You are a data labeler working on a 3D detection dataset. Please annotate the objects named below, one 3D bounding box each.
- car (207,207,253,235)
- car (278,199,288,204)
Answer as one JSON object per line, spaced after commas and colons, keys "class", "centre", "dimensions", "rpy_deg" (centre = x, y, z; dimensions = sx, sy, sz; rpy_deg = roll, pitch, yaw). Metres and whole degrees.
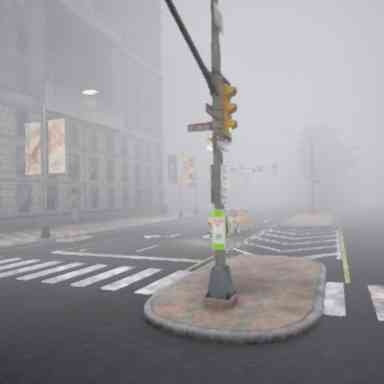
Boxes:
{"class": "car", "centre": [2.487, 1.743, 21.013], "dimensions": [1.882, 1.535, 5.008], "rpy_deg": [-2, -1, 24]}
{"class": "car", "centre": [23.758, 2.361, 86.971], "dimensions": [1.895, 1.301, 4.718], "rpy_deg": [-2, -1, 23]}
